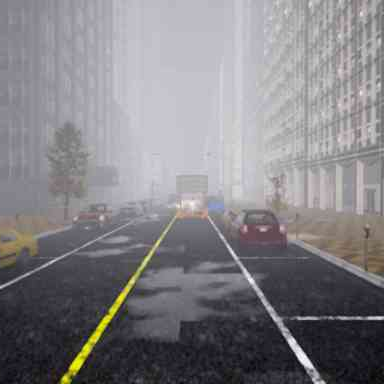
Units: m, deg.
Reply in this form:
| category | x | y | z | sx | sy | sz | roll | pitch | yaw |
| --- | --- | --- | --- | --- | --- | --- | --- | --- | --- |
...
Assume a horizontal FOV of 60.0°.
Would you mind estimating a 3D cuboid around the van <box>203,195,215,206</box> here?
| category | x | y | z | sx | sy | sz | roll | pitch | yaw |
| --- | --- | --- | --- | --- | --- | --- | --- | --- | --- |
| van | 2.688 | 1.362 | 54.172 | 1.690 | 1.788 | 3.998 | -1 | 0 | 0 |

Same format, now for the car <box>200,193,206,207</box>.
| category | x | y | z | sx | sy | sz | roll | pitch | yaw |
| --- | --- | --- | --- | --- | --- | --- | --- | --- | --- |
| car | 2.687 | 1.334 | 48.489 | 2.192 | 1.841 | 5.009 | -1 | 0 | 0 |

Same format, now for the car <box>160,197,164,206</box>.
| category | x | y | z | sx | sy | sz | roll | pitch | yaw |
| --- | --- | --- | --- | --- | --- | --- | --- | --- | --- |
| car | -5.691 | 1.569 | 48.490 | 2.008 | 1.369 | 4.403 | -1 | 0 | 0 |

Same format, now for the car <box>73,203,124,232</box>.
| category | x | y | z | sx | sy | sz | roll | pitch | yaw |
| --- | --- | --- | --- | --- | --- | --- | --- | --- | --- |
| car | -5.696 | 1.448 | 20.072 | 1.967 | 1.590 | 4.097 | -1 | 0 | 0 |

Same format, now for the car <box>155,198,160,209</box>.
| category | x | y | z | sx | sy | sz | roll | pitch | yaw |
| --- | --- | --- | --- | --- | --- | --- | --- | --- | --- |
| car | -5.692 | 1.561 | 42.806 | 1.887 | 1.381 | 4.507 | -1 | 0 | 0 |

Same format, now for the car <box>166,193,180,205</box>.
| category | x | y | z | sx | sy | sz | roll | pitch | yaw |
| --- | --- | --- | --- | --- | --- | --- | --- | --- | --- |
| car | -3.044 | 1.243 | 57.796 | 2.150 | 2.045 | 5.566 | 0 | 0 | 1 |

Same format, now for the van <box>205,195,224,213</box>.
| category | x | y | z | sx | sy | sz | roll | pitch | yaw |
| --- | --- | --- | --- | --- | --- | --- | --- | --- | --- |
| van | 2.686 | 1.355 | 37.121 | 1.690 | 1.788 | 3.998 | -1 | 0 | 0 |

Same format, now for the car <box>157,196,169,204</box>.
| category | x | y | z | sx | sy | sz | roll | pitch | yaw |
| --- | --- | --- | --- | --- | --- | --- | --- | --- | --- |
| car | -5.689 | 1.576 | 65.541 | 2.008 | 1.369 | 4.403 | -1 | 0 | 0 |

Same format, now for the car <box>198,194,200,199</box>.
| category | x | y | z | sx | sy | sz | roll | pitch | yaw |
| --- | --- | --- | --- | --- | --- | --- | --- | --- | --- |
| car | 2.694 | 1.580 | 76.907 | 2.008 | 1.369 | 4.403 | -1 | 0 | 0 |

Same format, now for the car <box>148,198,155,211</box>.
| category | x | y | z | sx | sy | sz | roll | pitch | yaw |
| --- | --- | --- | --- | --- | --- | --- | --- | --- | --- |
| car | -5.692 | 1.580 | 37.123 | 1.947 | 1.339 | 4.313 | -1 | 0 | 0 |

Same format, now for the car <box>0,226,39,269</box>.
| category | x | y | z | sx | sy | sz | roll | pitch | yaw |
| --- | --- | --- | --- | --- | --- | --- | --- | --- | --- |
| car | -5.696 | 1.529 | 8.535 | 1.752 | 1.417 | 4.829 | -1 | 0 | 0 |

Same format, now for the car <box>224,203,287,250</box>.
| category | x | y | z | sx | sy | sz | roll | pitch | yaw |
| --- | --- | --- | --- | --- | --- | --- | --- | --- | --- |
| car | 2.684 | 1.446 | 14.387 | 1.967 | 1.590 | 4.097 | -1 | 0 | 0 |

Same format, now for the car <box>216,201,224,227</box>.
| category | x | y | z | sx | sy | sz | roll | pitch | yaw |
| --- | --- | --- | --- | --- | --- | --- | --- | --- | --- |
| car | 2.686 | 1.533 | 20.240 | 1.752 | 1.417 | 4.829 | -1 | 0 | 0 |

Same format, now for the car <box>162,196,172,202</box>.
| category | x | y | z | sx | sy | sz | roll | pitch | yaw |
| --- | --- | --- | --- | --- | --- | --- | --- | --- | --- |
| car | -5.687 | 1.579 | 76.908 | 2.008 | 1.369 | 4.403 | -1 | 0 | 0 |

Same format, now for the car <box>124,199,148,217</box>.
| category | x | y | z | sx | sy | sz | roll | pitch | yaw |
| --- | --- | --- | --- | --- | --- | --- | --- | --- | --- |
| car | -5.693 | 1.563 | 31.439 | 2.008 | 1.369 | 4.403 | -1 | 0 | 0 |

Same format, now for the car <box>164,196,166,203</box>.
| category | x | y | z | sx | sy | sz | roll | pitch | yaw |
| --- | --- | --- | --- | --- | --- | --- | --- | --- | --- |
| car | -5.690 | 1.603 | 54.174 | 1.802 | 1.307 | 4.206 | -1 | 0 | 0 |

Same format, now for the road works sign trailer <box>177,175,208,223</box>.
| category | x | y | z | sx | sy | sz | roll | pitch | yaw |
| --- | --- | --- | --- | --- | --- | --- | --- | --- | --- |
| road works sign trailer | 0.019 | 0.474 | 25.488 | 2.380 | 3.560 | 2.880 | 0 | 0 | 0 |
